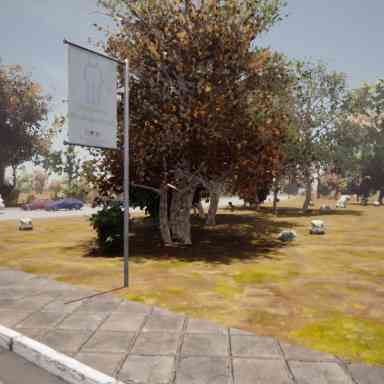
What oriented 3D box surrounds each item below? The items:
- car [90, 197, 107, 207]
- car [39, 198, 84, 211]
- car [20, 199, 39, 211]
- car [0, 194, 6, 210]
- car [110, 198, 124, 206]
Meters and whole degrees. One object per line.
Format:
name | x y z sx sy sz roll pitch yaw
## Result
car | -12.699 1.466 49.274 1.837 1.490 4.892 0 0 38
car | -15.397 1.515 40.152 1.812 1.442 4.674 0 0 38
car | -18.958 1.556 41.288 1.994 1.385 4.181 0 0 39
car | -21.415 1.221 32.591 2.150 2.045 5.566 0 0 39
car | -9.193 1.556 48.090 1.895 1.301 4.718 0 0 37
